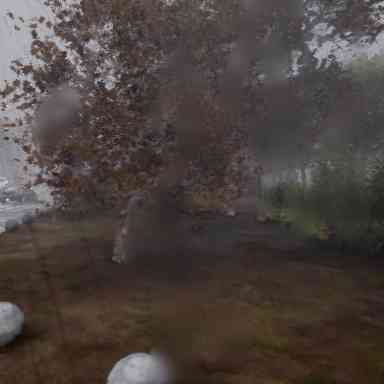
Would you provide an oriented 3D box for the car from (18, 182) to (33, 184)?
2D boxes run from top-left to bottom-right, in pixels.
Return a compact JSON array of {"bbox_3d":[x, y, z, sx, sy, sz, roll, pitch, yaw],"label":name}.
[{"bbox_3d":[-30.193,-1.512,60.918,2.163,1.488,4.792,0,3,-3],"label":"car"}]

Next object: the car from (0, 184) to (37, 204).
[{"bbox_3d":[-16.753,0.282,32.393,1.837,1.490,4.892,0,3,-4],"label":"car"}]

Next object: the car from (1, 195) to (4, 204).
[{"bbox_3d":[-11.078,1.205,16.128,1.882,1.535,5.008,0,2,-14],"label":"car"}]

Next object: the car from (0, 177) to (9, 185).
[{"bbox_3d":[-29.585,-1.133,49.891,2.435,2.045,5.566,0,3,-3],"label":"car"}]
